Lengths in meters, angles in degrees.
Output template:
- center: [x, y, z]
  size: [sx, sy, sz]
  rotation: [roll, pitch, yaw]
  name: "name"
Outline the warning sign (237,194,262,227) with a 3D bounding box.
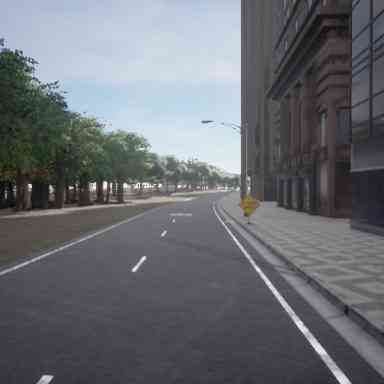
- center: [3.382, 1.052, 19.664]
  size: [1.300, 1.860, 1.060]
  rotation: [0, 0, 1]
  name: "warning sign"
